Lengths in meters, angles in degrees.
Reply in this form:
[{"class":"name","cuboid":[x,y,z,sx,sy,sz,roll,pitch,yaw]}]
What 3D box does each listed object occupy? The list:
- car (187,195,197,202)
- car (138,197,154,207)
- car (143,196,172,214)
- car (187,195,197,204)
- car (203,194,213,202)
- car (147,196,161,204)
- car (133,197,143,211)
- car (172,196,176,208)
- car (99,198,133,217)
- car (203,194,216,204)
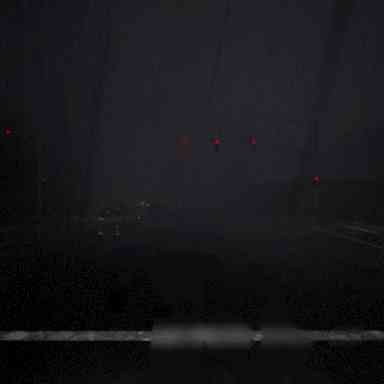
[{"class":"car","cuboid":[0.005,1.389,73.837,1.994,1.385,4.181,0,0,0]},{"class":"car","cuboid":[-7.087,1.488,51.591,1.837,1.490,4.892,0,0,0]},{"class":"car","cuboid":[-3.588,1.339,35.355,2.097,1.767,4.553,0,0,0]},{"class":"car","cuboid":[0.005,1.484,63.727,1.837,1.490,4.892,0,0,0]},{"class":"car","cuboid":[3.508,1.330,74.416,2.097,1.767,4.553,0,0,0]},{"class":"car","cuboid":[-7.058,1.471,62.039,2.128,1.511,4.902,0,0,0]},{"class":"car","cuboid":[-7.091,1.464,41.655,1.882,1.535,5.008,0,0,0]},{"class":"car","cuboid":[-3.591,1.549,45.033,1.994,1.385,4.181,0,0,0]},{"class":"car","cuboid":[-7.175,1.515,31.172,1.812,1.442,4.674,0,0,3]},{"class":"car","cuboid":[3.610,1.526,64.193,2.033,1.411,5.357,0,0,0]}]
